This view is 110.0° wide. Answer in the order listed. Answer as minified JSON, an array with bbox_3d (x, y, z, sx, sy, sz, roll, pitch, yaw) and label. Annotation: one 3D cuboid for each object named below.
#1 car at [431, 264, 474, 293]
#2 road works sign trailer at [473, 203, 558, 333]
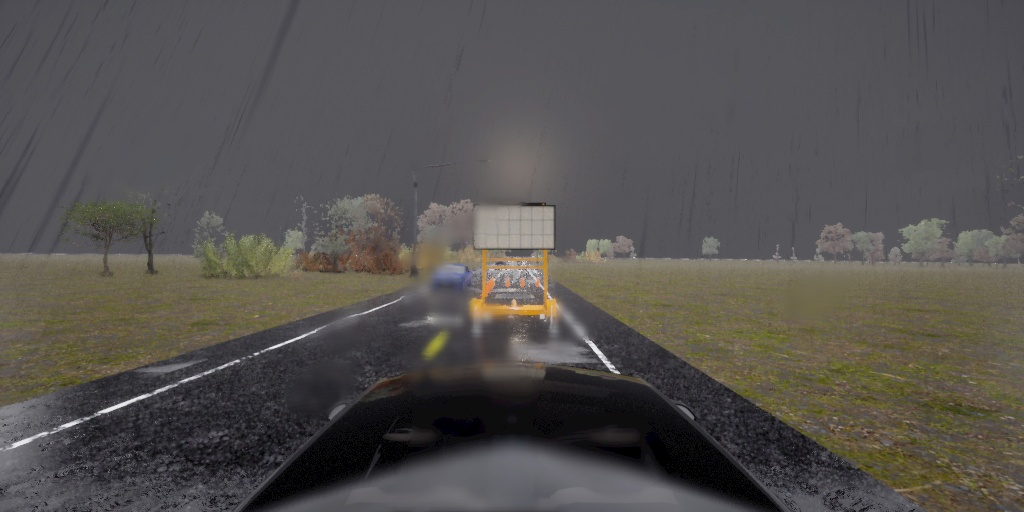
[{"bbox_3d":[-3.424,1.237,21.243,1.882,1.535,5.008,0,0,1],"label":"car"},{"bbox_3d":[0.086,0.218,10.749,2.380,3.560,2.880,0,0,0],"label":"road works sign trailer"}]
